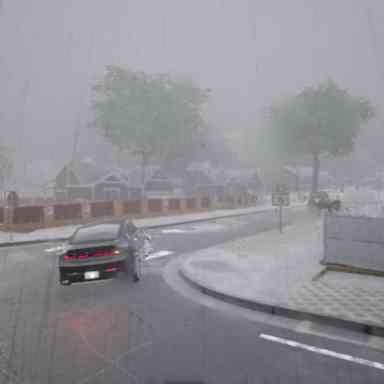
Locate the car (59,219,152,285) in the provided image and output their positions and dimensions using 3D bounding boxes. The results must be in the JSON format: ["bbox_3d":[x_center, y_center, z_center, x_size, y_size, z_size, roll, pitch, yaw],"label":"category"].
[{"bbox_3d":[-2.404,1.562,9.804,1.837,1.490,4.892,-6,1,-4],"label":"car"}]

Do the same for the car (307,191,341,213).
[{"bbox_3d":[13.425,0.949,33.690,2.150,2.045,5.566,0,1,36],"label":"car"}]
